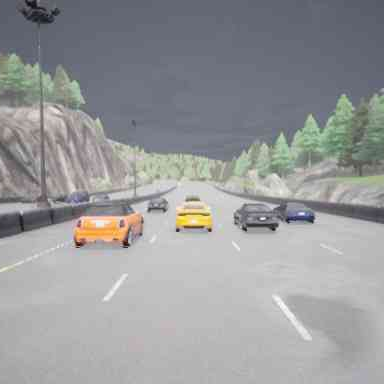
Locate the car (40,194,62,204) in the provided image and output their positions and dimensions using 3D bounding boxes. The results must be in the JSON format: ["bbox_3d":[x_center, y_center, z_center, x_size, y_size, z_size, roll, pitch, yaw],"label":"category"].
[{"bbox_3d":[-21.000,1.088,51.424,2.128,1.511,4.902,0,0,0],"label":"car"}]

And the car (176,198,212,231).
[{"bbox_3d":[0.101,1.321,19.253,1.882,1.535,5.008,0,0,0],"label":"car"}]

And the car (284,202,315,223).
[{"bbox_3d":[7.100,1.373,23.520,1.994,1.385,4.181,0,0,0],"label":"car"}]

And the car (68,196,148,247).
[{"bbox_3d":[-3.401,1.234,14.455,2.097,1.767,4.553,0,0,0],"label":"car"}]

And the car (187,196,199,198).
[{"bbox_3d":[0.101,1.187,38.910,1.837,1.490,4.892,0,0,0],"label":"car"}]

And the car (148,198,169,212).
[{"bbox_3d":[-3.400,1.273,33.847,2.033,1.411,5.357,0,0,0],"label":"car"}]

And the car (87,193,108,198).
[{"bbox_3d":[-14.000,1.105,51.424,2.128,1.511,4.902,0,0,0],"label":"car"}]

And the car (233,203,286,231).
[{"bbox_3d":[3.600,1.389,19.399,2.033,1.411,5.357,0,0,0],"label":"car"}]

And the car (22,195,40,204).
[{"bbox_3d":[-24.500,1.185,51.427,1.994,1.385,4.181,0,0,0],"label":"car"}]

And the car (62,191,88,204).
[{"bbox_3d":[-17.500,0.911,51.390,2.150,2.045,5.566,0,0,0],"label":"car"}]
